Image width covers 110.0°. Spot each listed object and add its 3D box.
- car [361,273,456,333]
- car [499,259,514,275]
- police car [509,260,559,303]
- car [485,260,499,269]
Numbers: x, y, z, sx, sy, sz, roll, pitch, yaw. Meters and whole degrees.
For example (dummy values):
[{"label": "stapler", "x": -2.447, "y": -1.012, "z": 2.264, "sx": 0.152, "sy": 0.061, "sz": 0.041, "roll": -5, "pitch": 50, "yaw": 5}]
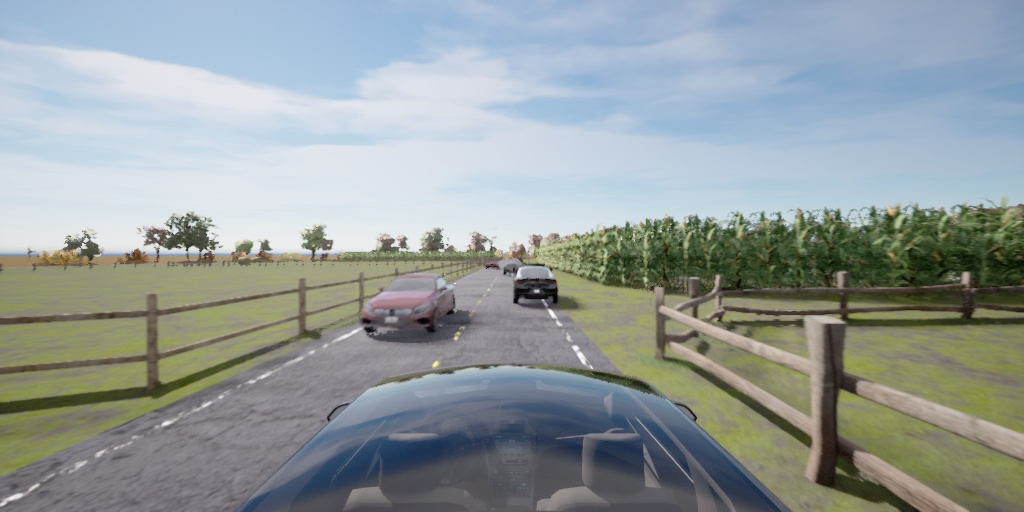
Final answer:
[{"label": "car", "x": -2.859, "y": 1.263, "z": 10.874, "sx": 1.812, "sy": 1.442, "sz": 4.674, "roll": 0, "pitch": 0, "yaw": 0}, {"label": "car", "x": 0.031, "y": 1.193, "z": 37.948, "sx": 2.128, "sy": 1.511, "sz": 4.902, "roll": 0, "pitch": 0, "yaw": 1}, {"label": "police car", "x": 0.965, "y": 1.155, "z": 16.556, "sx": 1.930, "sy": 1.638, "sz": 5.238, "roll": 0, "pitch": 0, "yaw": 0}, {"label": "car", "x": -2.815, "y": 1.284, "z": 52.289, "sx": 1.895, "sy": 1.301, "sz": 4.718, "roll": 0, "pitch": 0, "yaw": 0}]
